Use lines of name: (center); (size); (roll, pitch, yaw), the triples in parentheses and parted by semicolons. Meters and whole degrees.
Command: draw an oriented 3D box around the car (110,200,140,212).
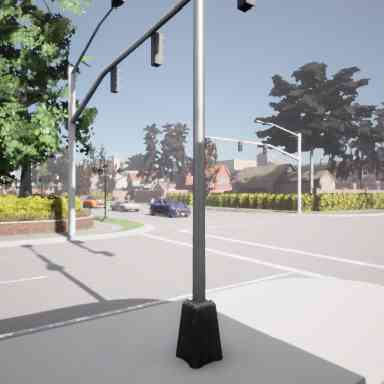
car: (-7.822, 1.601, 38.726); (1.895, 1.301, 4.718); (0, 0, -36)

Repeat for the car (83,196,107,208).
car: (-13.712, 1.352, 46.866); (2.097, 1.767, 4.553); (0, 0, -36)

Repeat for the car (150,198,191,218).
car: (-2.078, 1.352, 30.790); (2.097, 1.767, 4.553); (0, 0, -36)
